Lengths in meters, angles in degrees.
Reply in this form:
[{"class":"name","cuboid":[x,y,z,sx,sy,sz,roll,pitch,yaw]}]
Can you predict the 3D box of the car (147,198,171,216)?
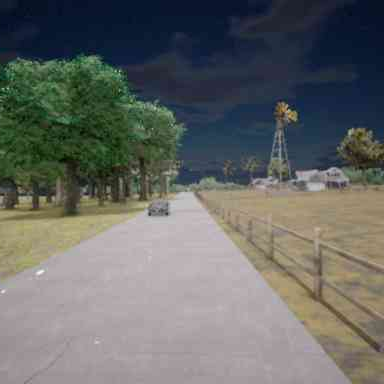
[{"class":"car","cuboid":[-3.014,1.360,31.085,1.837,1.490,4.892,0,0,0]}]
